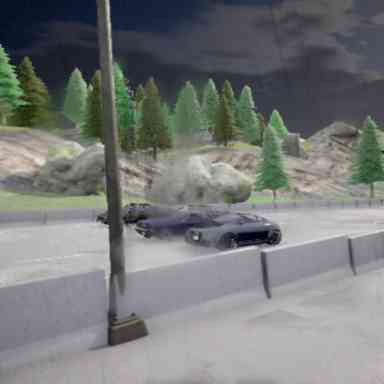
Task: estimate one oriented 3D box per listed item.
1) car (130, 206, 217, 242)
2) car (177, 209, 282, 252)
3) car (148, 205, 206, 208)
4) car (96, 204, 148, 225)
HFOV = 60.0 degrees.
[{"bbox_3d":[-0.397,1.595,16.521,4.718,1.301,1.895,0,0,-35],"label":"car"},{"bbox_3d":[1.781,1.558,13.774,4.181,1.385,1.994,0,0,-35],"label":"car"},{"bbox_3d":[0.192,1.547,21.198,5.357,1.411,2.033,0,0,-35],"label":"car"},{"bbox_3d":[-3.709,1.541,22.742,5.357,1.411,2.033,0,0,-35],"label":"car"}]
